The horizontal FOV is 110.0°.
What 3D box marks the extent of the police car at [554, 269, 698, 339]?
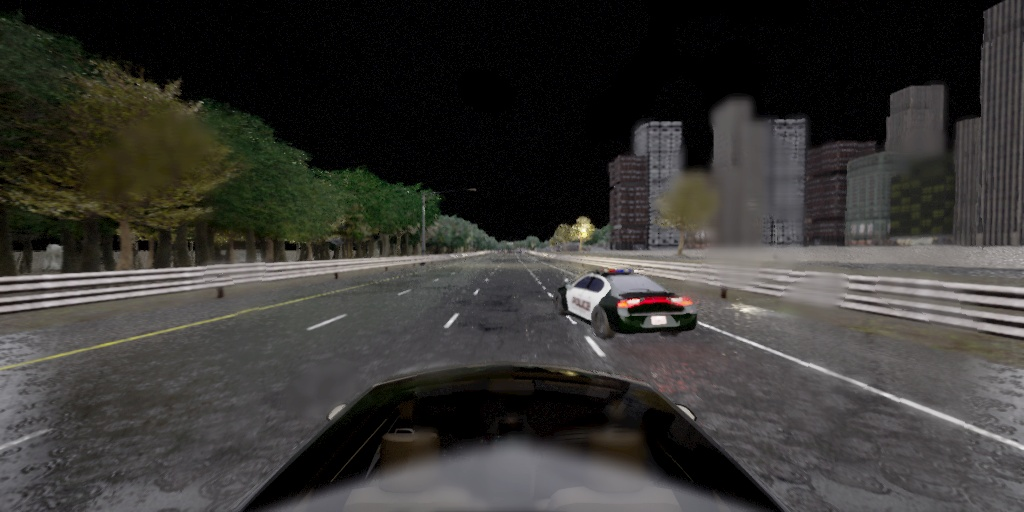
[{"bbox_3d":[2.639,1.145,9.882,2.038,1.542,4.974,0,1,-11],"label":"police car"}]
